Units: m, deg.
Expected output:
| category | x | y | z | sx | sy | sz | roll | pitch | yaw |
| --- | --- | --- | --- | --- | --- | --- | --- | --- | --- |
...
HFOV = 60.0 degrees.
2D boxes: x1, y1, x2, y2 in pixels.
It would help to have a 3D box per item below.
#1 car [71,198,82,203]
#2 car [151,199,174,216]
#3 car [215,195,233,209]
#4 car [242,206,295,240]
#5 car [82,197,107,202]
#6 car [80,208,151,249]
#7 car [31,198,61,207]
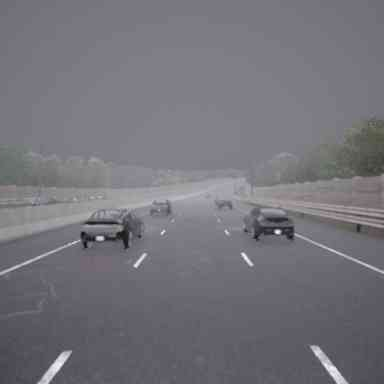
| category | x | y | z | sx | sy | sz | roll | pitch | yaw |
| --- | --- | --- | --- | --- | --- | --- | --- | --- | --- |
| car | -16.454 | 1.575 | 49.820 | 1.895 | 1.301 | 4.718 | 0 | 0 | 3 |
| car | -2.898 | 1.448 | 32.561 | 2.128 | 1.511 | 4.902 | 0 | 0 | 2 |
| car | 4.391 | 1.499 | 44.346 | 1.837 | 1.490 | 4.892 | 0 | 0 | 2 |
| car | 3.754 | 1.474 | 16.826 | 1.837 | 1.490 | 4.892 | 0 | 0 | 1 |
| car | -13.101 | 1.462 | 46.366 | 2.128 | 1.511 | 4.902 | 0 | 0 | 3 |
| car | -3.283 | 1.458 | 14.408 | 2.128 | 1.511 | 4.902 | 0 | 0 | 1 |
| car | -20.118 | 1.502 | 46.140 | 2.033 | 1.411 | 5.357 | 0 | 0 | 3 |
